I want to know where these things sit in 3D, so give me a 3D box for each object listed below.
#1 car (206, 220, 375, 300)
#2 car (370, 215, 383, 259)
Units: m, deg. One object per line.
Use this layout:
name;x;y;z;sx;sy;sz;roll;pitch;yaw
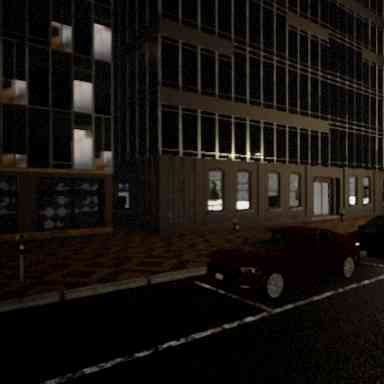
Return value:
car;2.401;1.509;8.272;4.507;1.381;1.887;0;0;-36
car;7.034;1.500;11.580;4.313;1.339;1.947;0;0;-36
